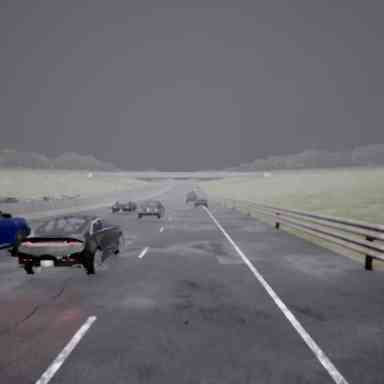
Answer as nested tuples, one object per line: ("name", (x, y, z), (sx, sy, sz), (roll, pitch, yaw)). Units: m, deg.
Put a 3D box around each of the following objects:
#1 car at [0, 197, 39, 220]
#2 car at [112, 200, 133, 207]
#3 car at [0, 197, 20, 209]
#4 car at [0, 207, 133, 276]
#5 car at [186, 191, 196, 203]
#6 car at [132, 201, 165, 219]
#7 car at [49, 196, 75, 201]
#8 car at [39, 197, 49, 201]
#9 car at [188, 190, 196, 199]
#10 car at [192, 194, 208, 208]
("car", (-6.900, 1.181, 9.702), (2.150, 2.045, 5.566), (0, 0, 0))
("car", (-6.900, 1.504, 34.583), (1.895, 1.301, 4.718), (0, 0, 0))
("car", (-24.572, 1.407, 43.248), (1.837, 1.490, 4.892), (0, -1, 0))
("car", (-3.401, 1.450, 10.228), (2.128, 1.511, 4.902), (0, 0, 0))
("car", (0.000, 1.119, 63.720), (2.150, 2.045, 5.566), (0, 0, 0))
("car", (-3.401, 1.458, 28.434), (2.033, 1.411, 5.357), (0, 0, 0))
("car", (-17.576, 1.405, 46.365), (1.837, 1.490, 4.892), (0, 0, 0))
("car", (-21.074, 1.427, 46.023), (1.812, 1.442, 4.674), (0, 0, 0))
("car", (-0.001, 0.609, 89.202), (2.150, 2.045, 5.566), (0, 1, 0))
("car", (1.225, 1.406, 45.571), (1.837, 1.490, 4.892), (0, 0, 0))
